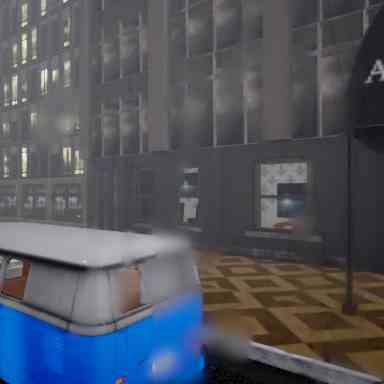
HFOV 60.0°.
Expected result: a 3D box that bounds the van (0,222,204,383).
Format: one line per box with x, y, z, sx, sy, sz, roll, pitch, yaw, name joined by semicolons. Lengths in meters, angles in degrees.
-1.774;1.341;4.131;3.998;1.788;1.690;0;0;35;van
